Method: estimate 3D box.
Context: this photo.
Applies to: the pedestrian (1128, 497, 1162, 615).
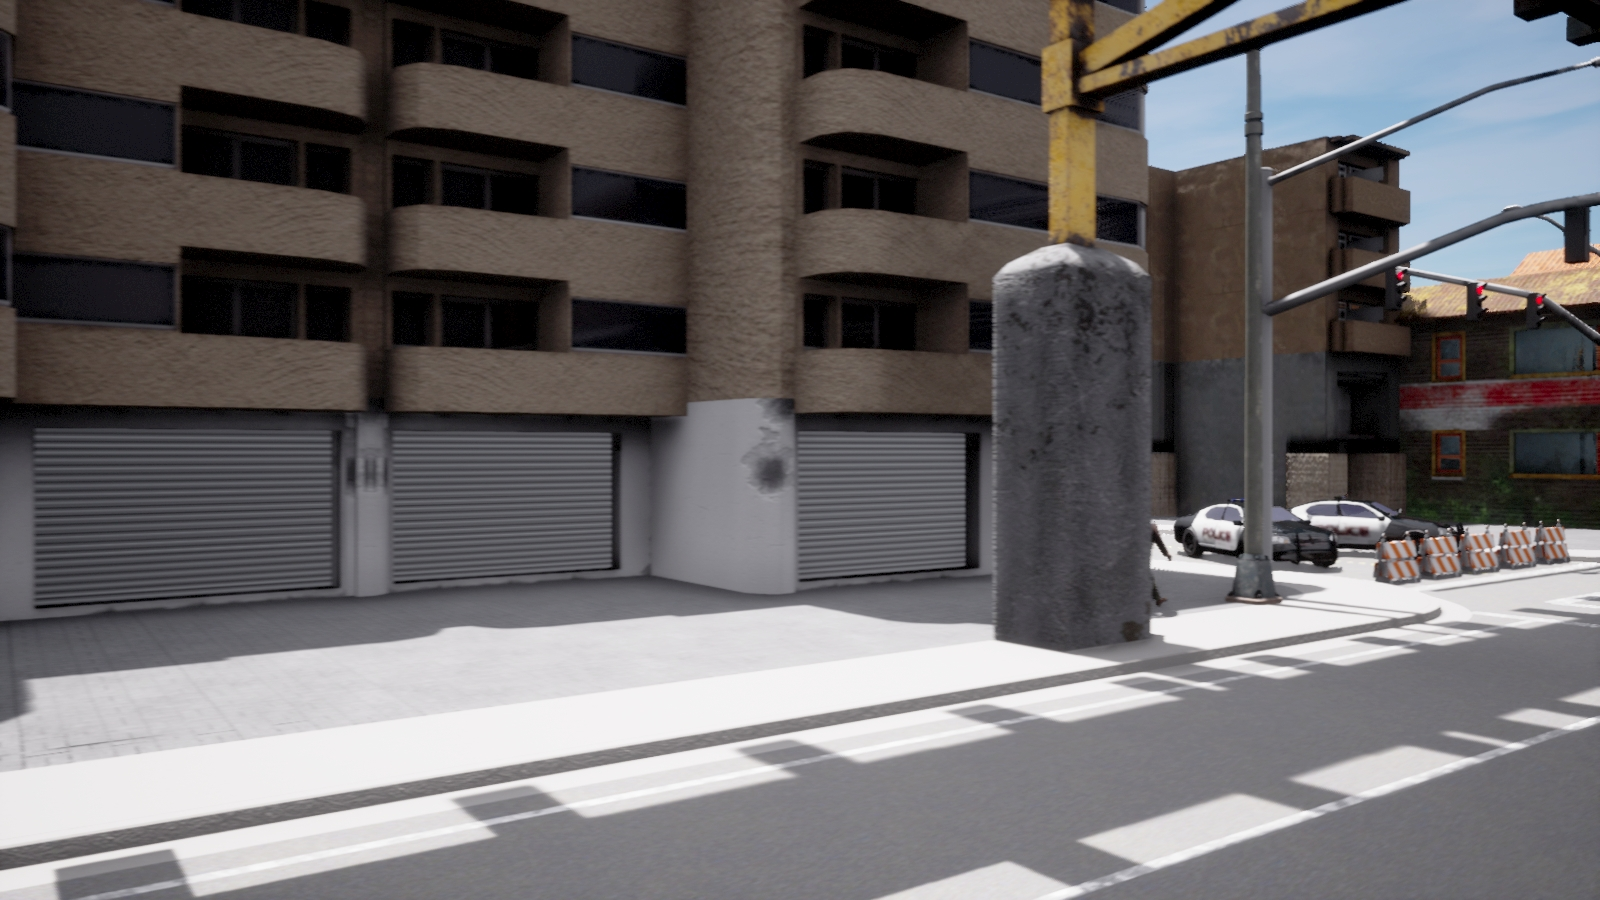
[{"bbox_3d":[5.602,1.703,18.537,0.375,1.860,0.375,0,0,-31],"label":"pedestrian"}]
